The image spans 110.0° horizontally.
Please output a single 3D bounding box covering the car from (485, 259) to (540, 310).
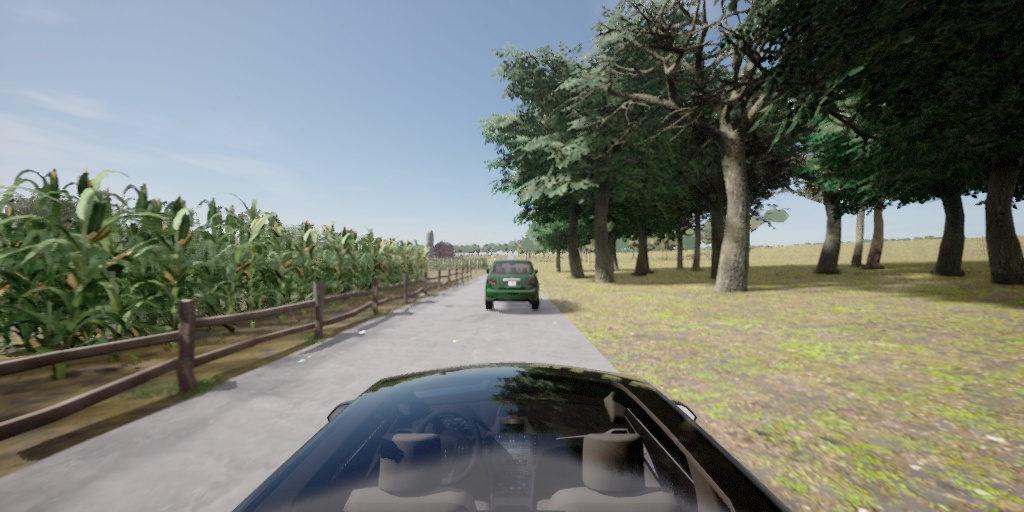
[{"bbox_3d":[0.009,1.163,15.886,2.150,2.045,5.566,0,-1,0],"label":"car"}]
